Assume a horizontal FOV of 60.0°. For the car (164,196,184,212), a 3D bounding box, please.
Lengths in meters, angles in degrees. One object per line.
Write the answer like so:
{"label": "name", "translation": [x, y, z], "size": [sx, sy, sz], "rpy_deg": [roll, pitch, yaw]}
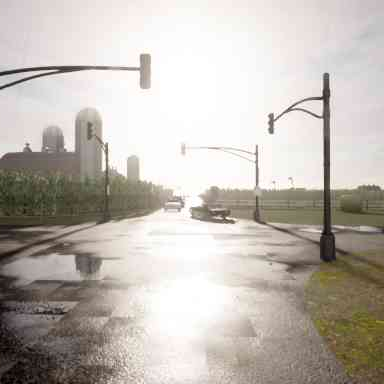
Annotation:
{"label": "car", "translation": [-2.271, 1.565, 40.160], "size": [1.812, 1.442, 4.674], "rpy_deg": [0, 0, 1]}

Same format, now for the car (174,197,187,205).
{"label": "car", "translation": [-2.060, 1.621, 60.168], "size": [2.033, 1.411, 5.357], "rpy_deg": [0, 0, 1]}

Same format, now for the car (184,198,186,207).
{"label": "car", "translation": [-2.177, 1.406, 49.987], "size": [2.097, 1.767, 4.553], "rpy_deg": [0, 0, 1]}

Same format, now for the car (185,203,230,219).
{"label": "car", "translation": [1.408, 1.629, 29.011], "size": [1.895, 1.301, 4.718], "rpy_deg": [0, 0, -23]}
